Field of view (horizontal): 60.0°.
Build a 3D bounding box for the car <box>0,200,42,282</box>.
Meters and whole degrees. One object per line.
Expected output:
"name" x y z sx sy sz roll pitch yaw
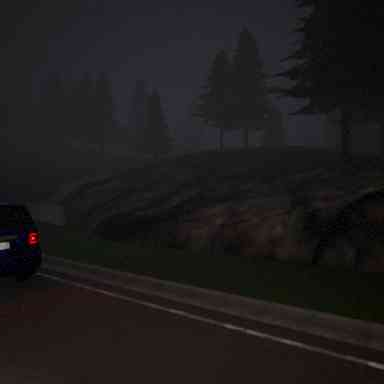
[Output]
"car" -6.087 1.242 8.738 5.566 2.045 2.150 0 0 39
